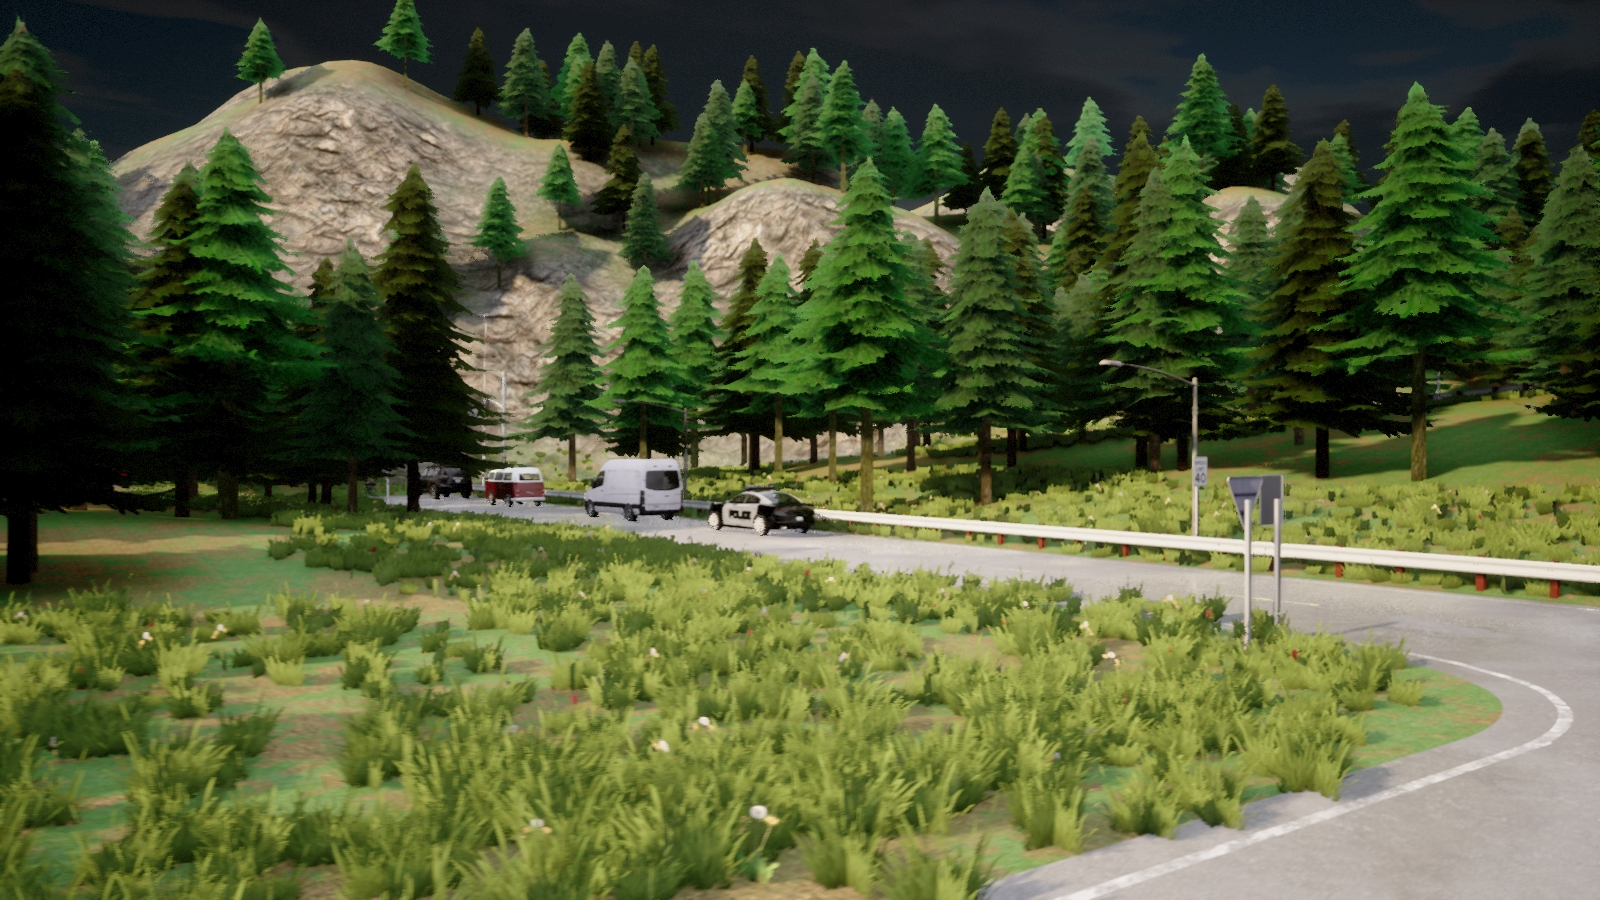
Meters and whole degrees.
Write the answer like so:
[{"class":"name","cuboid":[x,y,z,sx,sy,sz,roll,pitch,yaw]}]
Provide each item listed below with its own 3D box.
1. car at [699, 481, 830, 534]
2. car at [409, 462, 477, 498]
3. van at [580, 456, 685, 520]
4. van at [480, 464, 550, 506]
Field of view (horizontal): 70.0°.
[{"class":"car","cuboid":[-1.348,1.979,40.676,2.097,1.638,5.238,0,0,-35]},{"class":"car","cuboid":[-21.615,1.776,69.031,2.150,2.045,5.566,0,0,-37]},{"class":"van","cuboid":[-7.238,1.531,48.817,1.988,2.561,5.915,0,0,-35]},{"class":"van","cuboid":[-14.917,1.779,59.708,2.069,2.038,4.480,0,0,-35]}]
